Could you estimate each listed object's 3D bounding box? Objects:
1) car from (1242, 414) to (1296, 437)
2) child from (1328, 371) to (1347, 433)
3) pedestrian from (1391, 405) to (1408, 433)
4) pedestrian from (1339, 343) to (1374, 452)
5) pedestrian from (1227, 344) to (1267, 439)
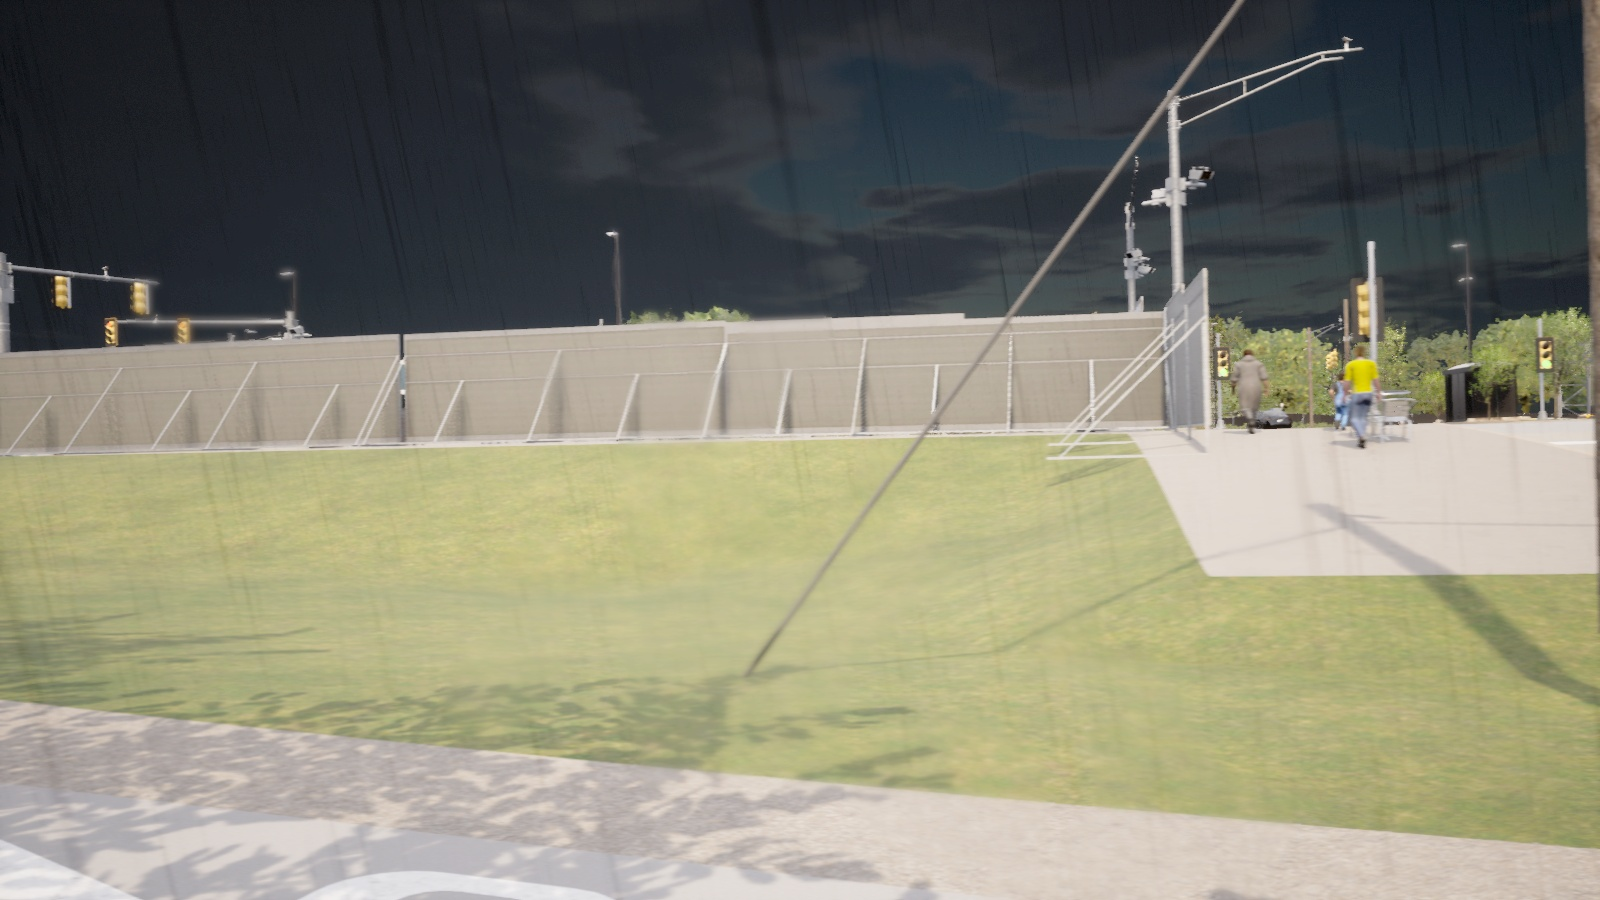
[{"bbox_3d":[31.759,-1.679,85.145,2.163,1.488,4.792,-1,1,4],"label":"car"},{"bbox_3d":[11.075,-0.977,25.872,0.270,1.263,0.437,-1,0,30],"label":"child"},{"bbox_3d":[40.708,-2.116,85.325,0.874,1.855,0.900,-1,0,18],"label":"pedestrian"},{"bbox_3d":[9.615,-0.897,21.704,0.354,1.836,0.706,-1,0,9],"label":"pedestrian"},{"bbox_3d":[9.400,-1.215,26.440,0.659,1.952,0.873,-1,0,13],"label":"pedestrian"}]
